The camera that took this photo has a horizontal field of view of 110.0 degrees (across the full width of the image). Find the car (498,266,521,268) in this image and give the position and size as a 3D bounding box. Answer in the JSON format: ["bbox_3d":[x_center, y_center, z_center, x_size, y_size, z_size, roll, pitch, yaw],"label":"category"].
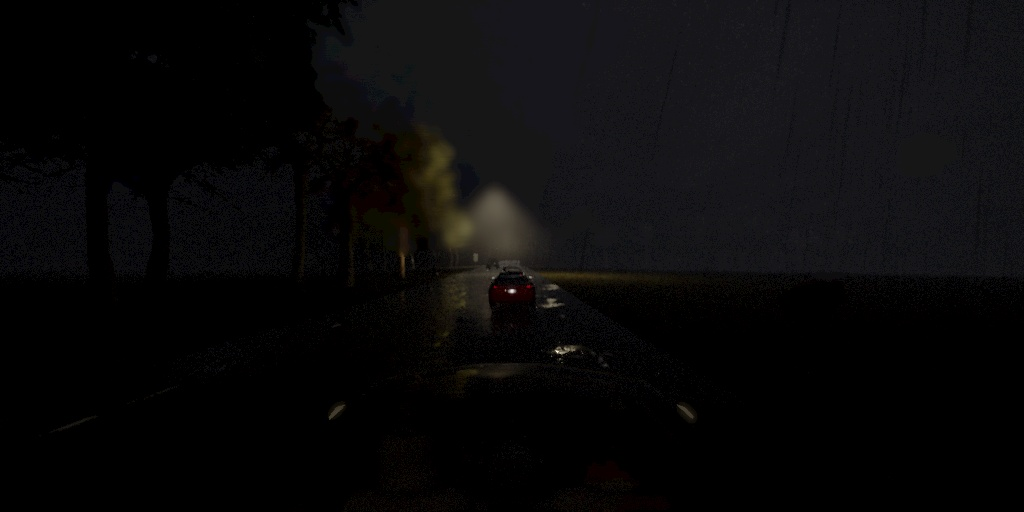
[{"bbox_3d":[0.039,1.530,30.922,1.895,1.301,4.718,0,0,0],"label":"car"}]

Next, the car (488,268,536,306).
[{"bbox_3d":[0.008,1.393,16.085,1.994,1.385,4.181,-1,-1,0],"label":"car"}]

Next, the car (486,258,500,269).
[{"bbox_3d":[-3.418,1.312,64.593,2.150,2.045,5.566,0,-1,0],"label":"car"}]
